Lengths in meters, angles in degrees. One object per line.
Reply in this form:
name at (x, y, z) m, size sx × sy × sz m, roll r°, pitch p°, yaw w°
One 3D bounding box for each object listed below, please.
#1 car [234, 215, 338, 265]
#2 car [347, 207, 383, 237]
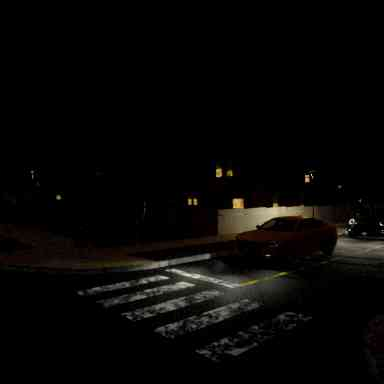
car at (3.690, 1.666, 12.672) m, size 5.008 × 1.535 × 1.882 m, roll 1°, pitch -2°, yaw -42°
car at (10.749, 1.638, 19.085) m, size 4.553 × 1.767 × 2.097 m, roll 1°, pitch -2°, yaw -42°
